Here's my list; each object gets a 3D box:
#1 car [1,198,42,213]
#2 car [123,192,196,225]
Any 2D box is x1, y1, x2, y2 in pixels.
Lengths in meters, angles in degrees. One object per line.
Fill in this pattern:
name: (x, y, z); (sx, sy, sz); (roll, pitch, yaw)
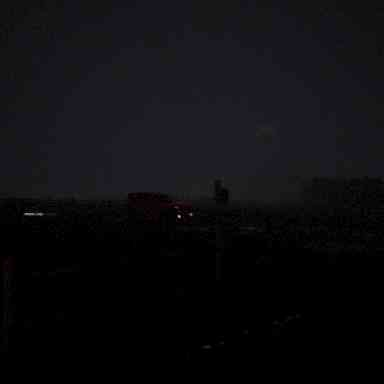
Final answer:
car: (-16.413, 1.261, 31.962); (4.181, 1.385, 1.994); (1, 0, 30)
car: (-2.291, 1.053, 22.758); (5.566, 2.045, 2.150); (1, 1, 36)
